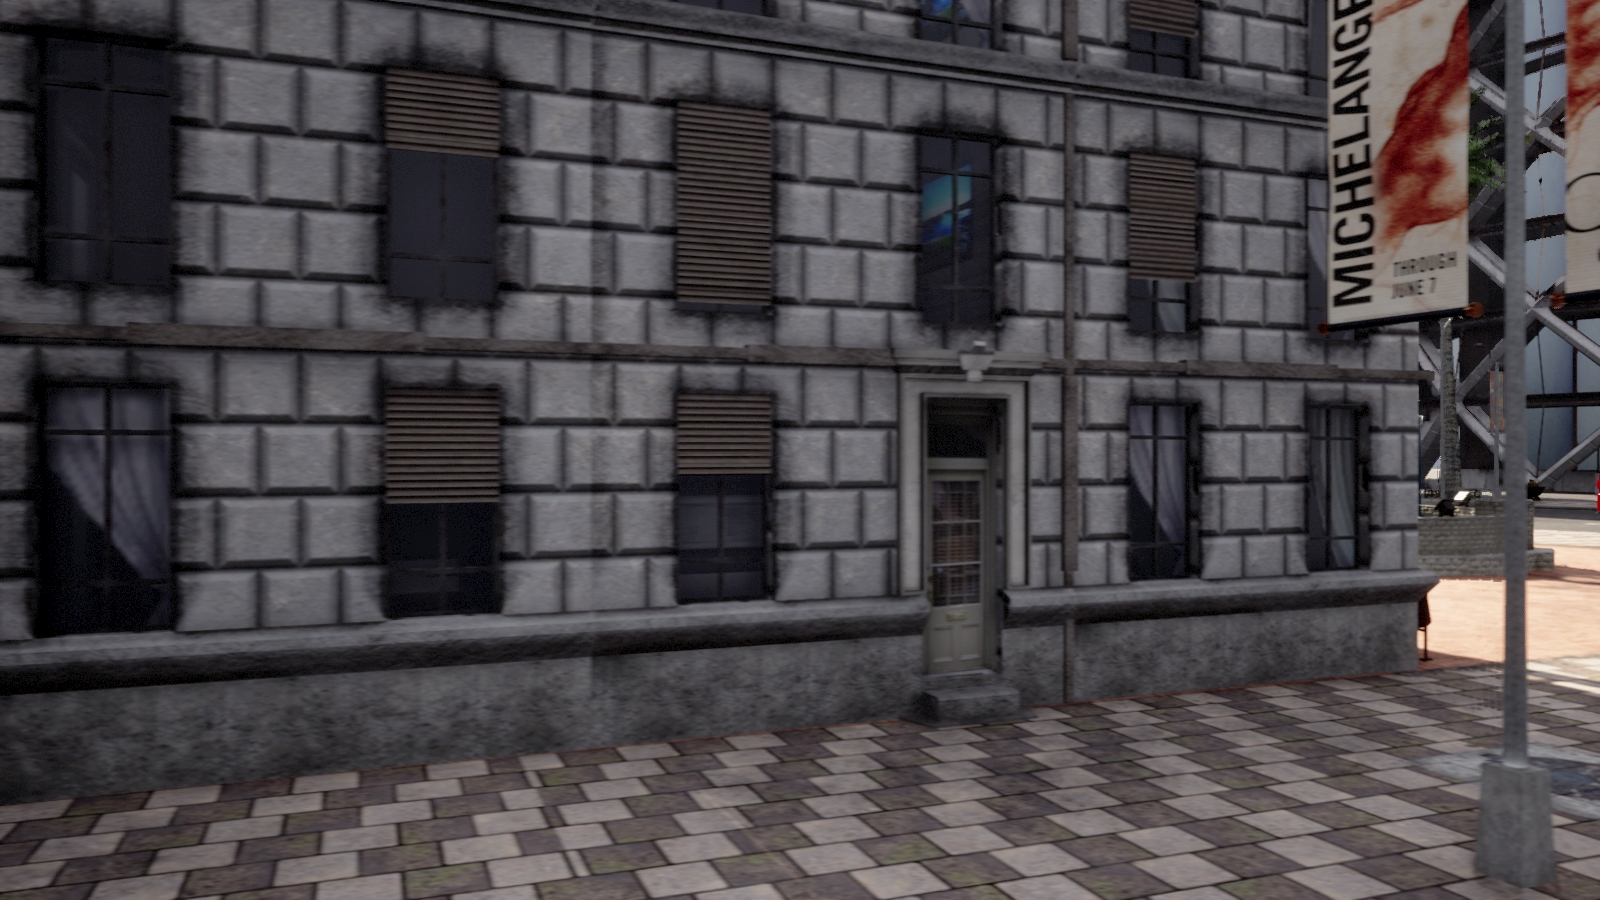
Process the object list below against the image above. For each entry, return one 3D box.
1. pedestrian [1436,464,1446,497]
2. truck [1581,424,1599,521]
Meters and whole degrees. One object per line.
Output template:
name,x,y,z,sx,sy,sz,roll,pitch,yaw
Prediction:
pedestrian,35.637,1.699,63.513,0.375,1.860,0.375,0,0,7
truck,34.989,0.890,43.334,2.891,3.827,8.468,0,0,-43
